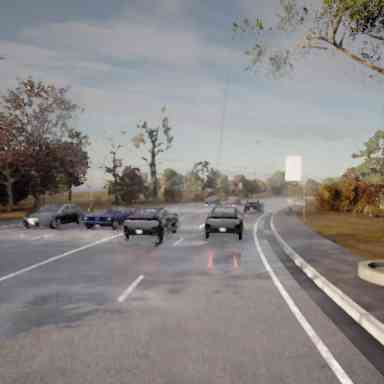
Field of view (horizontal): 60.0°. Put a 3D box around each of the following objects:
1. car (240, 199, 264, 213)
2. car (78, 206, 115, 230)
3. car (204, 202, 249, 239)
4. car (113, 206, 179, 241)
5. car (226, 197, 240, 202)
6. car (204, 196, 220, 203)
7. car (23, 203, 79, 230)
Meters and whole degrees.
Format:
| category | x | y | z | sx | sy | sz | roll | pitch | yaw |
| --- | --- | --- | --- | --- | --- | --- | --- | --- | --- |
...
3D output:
| category | x | y | z | sx | sy | sz | roll | pitch | yaw |
| --- | --- | --- | --- | --- | --- | --- | --- | --- | --- |
| car | 7.296 | 1.570 | 39.024 | 1.837 | 1.490 | 4.892 | 0 | 0 | 18 |
| car | -4.956 | 1.593 | 20.924 | 1.895 | 1.301 | 4.718 | 0 | 0 | 11 |
| car | 1.797 | 1.514 | 17.645 | 2.128 | 1.511 | 4.902 | 0 | 0 | 9 |
| car | -1.901 | 1.496 | 16.690 | 2.128 | 1.511 | 4.902 | 0 | 0 | 9 |
| car | 7.602 | 1.596 | 60.556 | 1.812 | 1.442 | 4.674 | 0 | 0 | 22 |
| car | 3.752 | 1.551 | 60.338 | 1.837 | 1.490 | 4.892 | 0 | 0 | 22 |
| car | -8.472 | 1.467 | 20.920 | 2.128 | 1.511 | 4.902 | 0 | 0 | 11 |
